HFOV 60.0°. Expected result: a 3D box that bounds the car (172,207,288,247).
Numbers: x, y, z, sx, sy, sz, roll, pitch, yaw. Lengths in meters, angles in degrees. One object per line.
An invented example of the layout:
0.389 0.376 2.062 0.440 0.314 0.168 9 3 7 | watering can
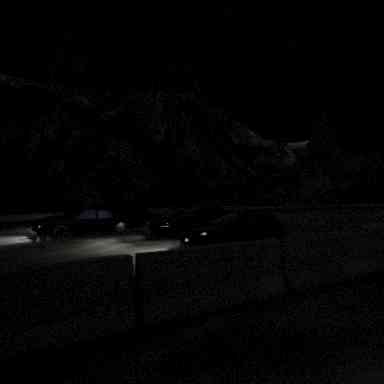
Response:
1.794 1.456 13.327 4.674 1.442 1.812 0 0 -31 | car

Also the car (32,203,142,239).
-5.257 1.488 17.179 5.357 1.411 2.033 0 0 -33 | car

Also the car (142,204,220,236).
0.351 1.398 16.546 5.008 1.535 1.882 0 0 -31 | car
